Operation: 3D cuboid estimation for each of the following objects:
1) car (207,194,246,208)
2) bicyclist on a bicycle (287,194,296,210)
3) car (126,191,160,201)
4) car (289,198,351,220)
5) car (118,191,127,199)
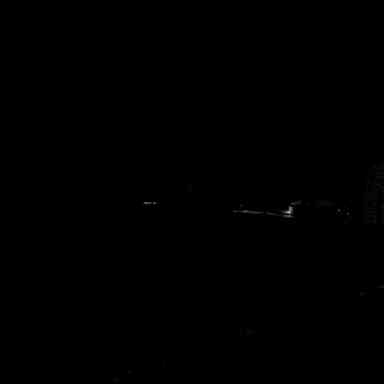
[{"bbox_3d":[3.426,0.993,33.987,2.128,1.511,4.902,0,1,-35],"label":"car"},{"bbox_3d":[10.351,1.034,34.490,1.656,1.620,0.582,-1,1,-35],"label":"bicyclist on a bicycle"},{"bbox_3d":[-7.331,0.741,49.508,2.033,1.411,5.357,0,1,-34],"label":"car"},{"bbox_3d":[9.554,1.203,25.183,1.812,1.442,4.674,0,1,-35],"label":"car"},{"bbox_3d":[-12.208,0.532,61.466,1.812,1.442,4.674,0,1,-35],"label":"car"}]
